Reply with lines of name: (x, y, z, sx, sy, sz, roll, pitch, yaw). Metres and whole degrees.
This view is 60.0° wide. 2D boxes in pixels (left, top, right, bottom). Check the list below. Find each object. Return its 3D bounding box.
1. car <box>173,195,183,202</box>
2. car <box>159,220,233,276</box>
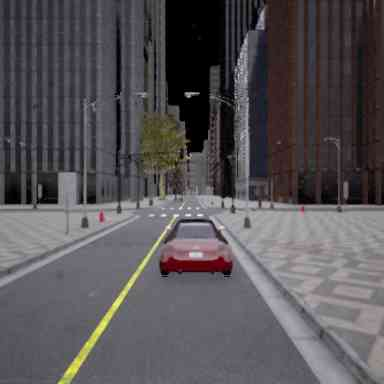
car: (-2.981, 1.402, 71.073, 1.812, 1.442, 4.674, 0, 0, 0)
car: (0.101, 1.536, 10.297, 1.994, 1.385, 4.181, 0, 0, 0)
